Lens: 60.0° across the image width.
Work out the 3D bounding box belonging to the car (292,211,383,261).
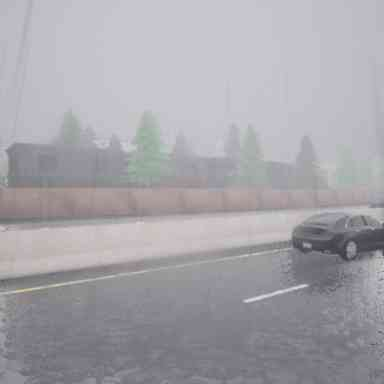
[{"bbox_3d":[5.702,1.481,12.152,4.892,1.490,1.837,0,0,-35],"label":"car"}]
